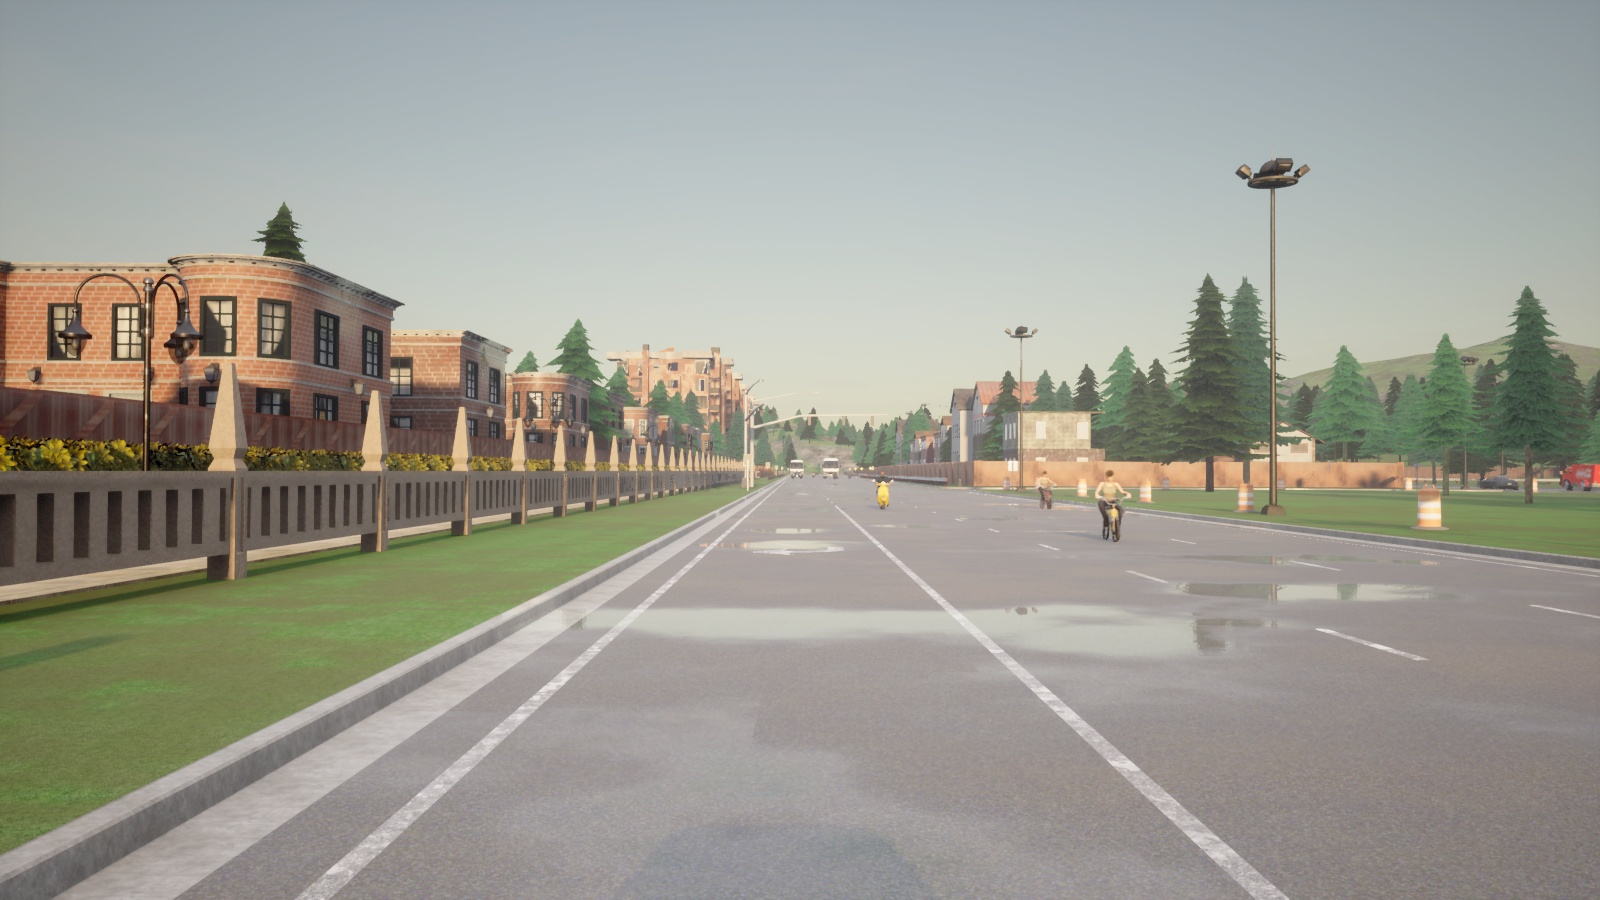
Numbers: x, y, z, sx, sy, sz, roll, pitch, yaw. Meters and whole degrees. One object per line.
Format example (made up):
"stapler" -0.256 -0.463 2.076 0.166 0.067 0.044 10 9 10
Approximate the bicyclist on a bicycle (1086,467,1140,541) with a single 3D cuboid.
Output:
"bicyclist on a bicycle" 6.990 1.194 28.123 0.866 1.612 1.509 0 -1 1

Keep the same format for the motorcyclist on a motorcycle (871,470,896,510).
"motorcyclist on a motorcycle" 3.383 1.609 51.010 0.866 1.590 1.817 0 -1 0
